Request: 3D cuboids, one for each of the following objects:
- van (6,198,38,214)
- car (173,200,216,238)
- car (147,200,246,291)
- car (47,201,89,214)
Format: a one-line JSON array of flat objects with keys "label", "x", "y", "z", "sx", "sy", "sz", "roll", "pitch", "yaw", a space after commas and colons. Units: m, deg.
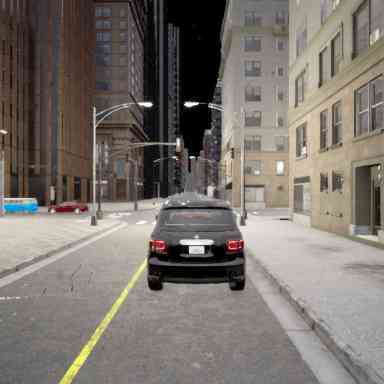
[{"label": "van", "x": -19.553, "y": 1.589, "z": 37.536, "sx": 3.998, "sy": 1.788, "sz": 1.690, "roll": -1, "pitch": 0, "yaw": 0}, {"label": "car", "x": 0.121, "y": 1.357, "z": 18.618, "sx": 2.097, "sy": 1.767, "sz": 4.553, "roll": 0, "pitch": 0, "yaw": 0}, {"label": "car", "x": 0.113, "y": 1.223, "z": 9.169, "sx": 2.150, "sy": 2.045, "sz": 5.566, "roll": 0, "pitch": 0, "yaw": 0}, {"label": "car", "x": -13.926, "y": 1.725, "z": 37.508, "sx": 4.507, "sy": 1.381, "sz": 1.887, "roll": -1, "pitch": 0, "yaw": 0}]
